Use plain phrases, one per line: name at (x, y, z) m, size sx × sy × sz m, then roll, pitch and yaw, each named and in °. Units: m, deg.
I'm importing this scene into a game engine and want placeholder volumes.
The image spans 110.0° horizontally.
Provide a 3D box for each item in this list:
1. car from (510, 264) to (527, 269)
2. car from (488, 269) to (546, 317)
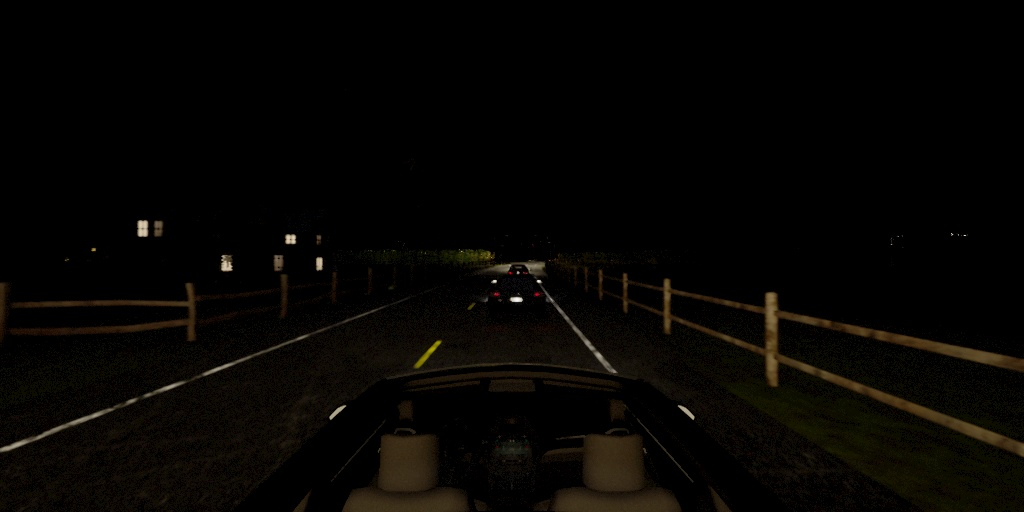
car at (0.582, 1.450, 31.825) m, size 2.033 × 1.411 × 5.357 m, roll 0°, pitch 0°, yaw 2°
car at (0.186, 1.375, 13.454) m, size 1.994 × 1.385 × 4.181 m, roll 0°, pitch 0°, yaw 1°
